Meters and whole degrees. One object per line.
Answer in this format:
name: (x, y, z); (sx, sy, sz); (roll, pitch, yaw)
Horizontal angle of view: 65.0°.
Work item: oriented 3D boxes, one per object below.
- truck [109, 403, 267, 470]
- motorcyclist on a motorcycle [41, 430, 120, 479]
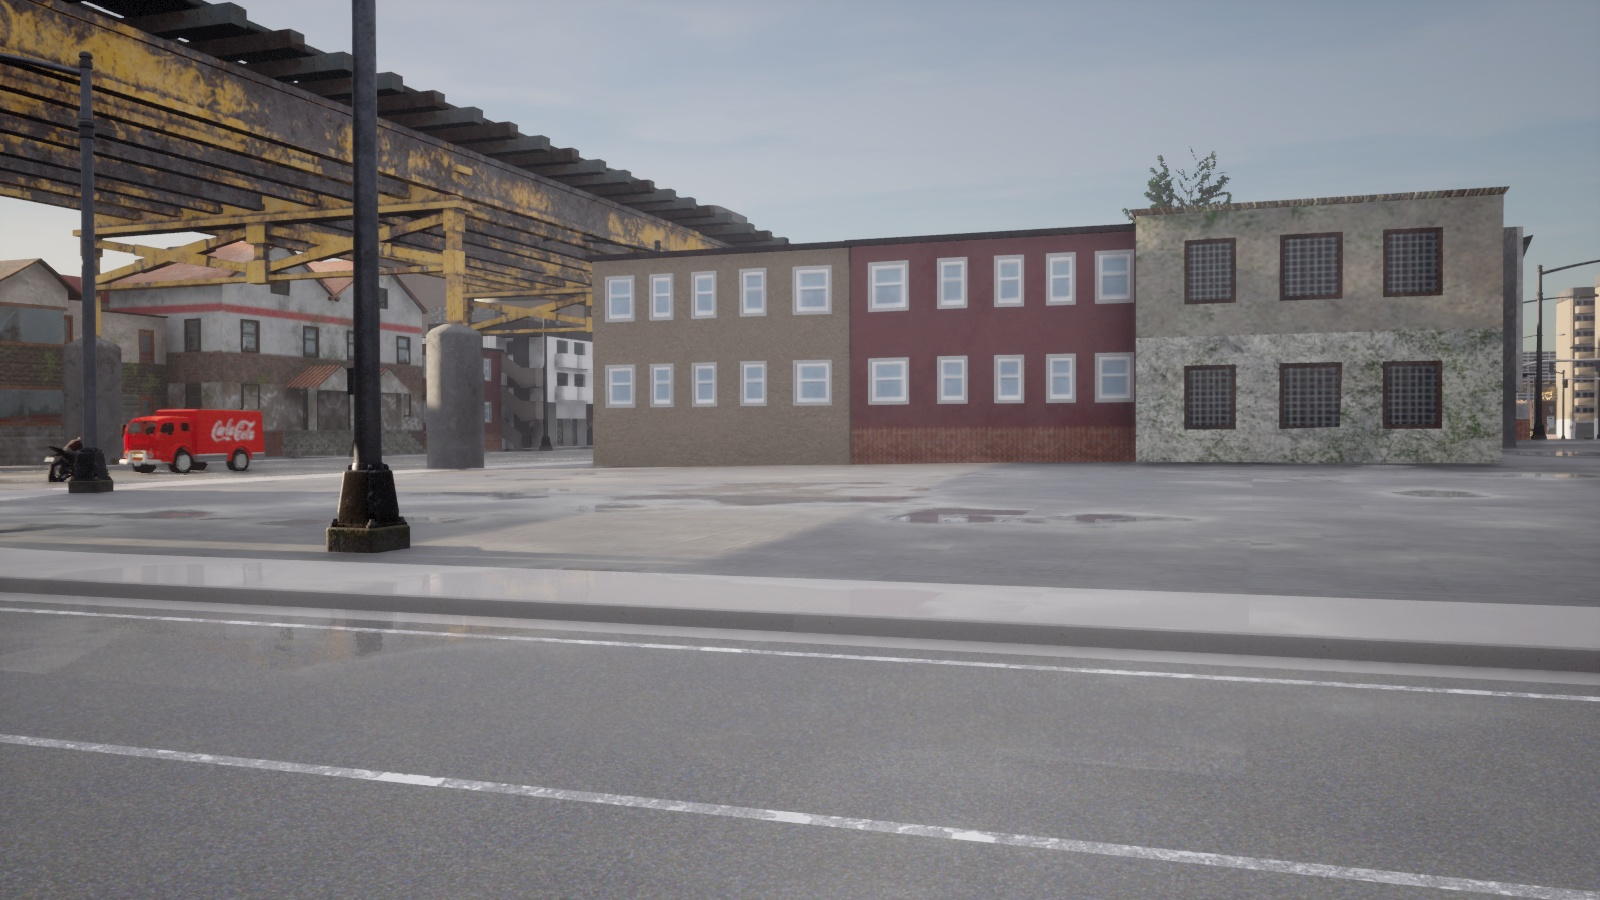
truck: (-23.804, -0.536, 49.100); (2.627, 2.467, 5.204); (1, 1, 20)
motorcyclist on a motorcycle: (-23.197, 0.125, 40.554); (0.866, 1.530, 2.191); (1, 1, 19)
